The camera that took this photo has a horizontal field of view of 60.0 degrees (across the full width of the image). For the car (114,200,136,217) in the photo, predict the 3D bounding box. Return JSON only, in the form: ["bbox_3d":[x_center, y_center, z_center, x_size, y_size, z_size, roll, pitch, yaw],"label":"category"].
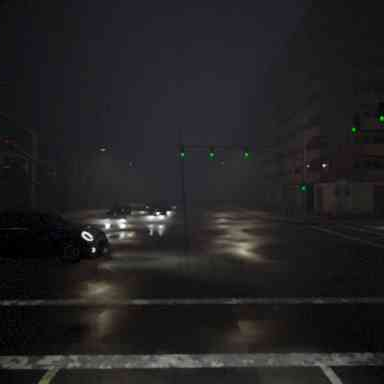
[{"bbox_3d":[-7.354,1.835,34.096,1.895,1.301,4.718,0,0,0],"label":"car"}]

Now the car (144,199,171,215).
[{"bbox_3d":[-3.870,1.753,38.198,2.128,1.511,4.902,0,0,0],"label":"car"}]

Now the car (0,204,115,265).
[{"bbox_3d":[-5.294,1.452,11.631,4.553,1.767,2.097,0,0,-1],"label":"car"}]

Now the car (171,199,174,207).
[{"bbox_3d":[-3.937,1.926,47.523,1.895,1.301,4.718,0,0,0],"label":"car"}]

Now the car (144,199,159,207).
[{"bbox_3d":[-7.502,1.974,62.259,2.033,1.411,5.357,0,0,0],"label":"car"}]

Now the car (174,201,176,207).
[{"bbox_3d":[-4.007,1.945,61.228,1.812,1.442,4.674,0,0,0],"label":"car"}]

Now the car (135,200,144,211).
[{"bbox_3d":[-7.424,1.838,45.610,1.812,1.442,4.674,0,0,0],"label":"car"}]
